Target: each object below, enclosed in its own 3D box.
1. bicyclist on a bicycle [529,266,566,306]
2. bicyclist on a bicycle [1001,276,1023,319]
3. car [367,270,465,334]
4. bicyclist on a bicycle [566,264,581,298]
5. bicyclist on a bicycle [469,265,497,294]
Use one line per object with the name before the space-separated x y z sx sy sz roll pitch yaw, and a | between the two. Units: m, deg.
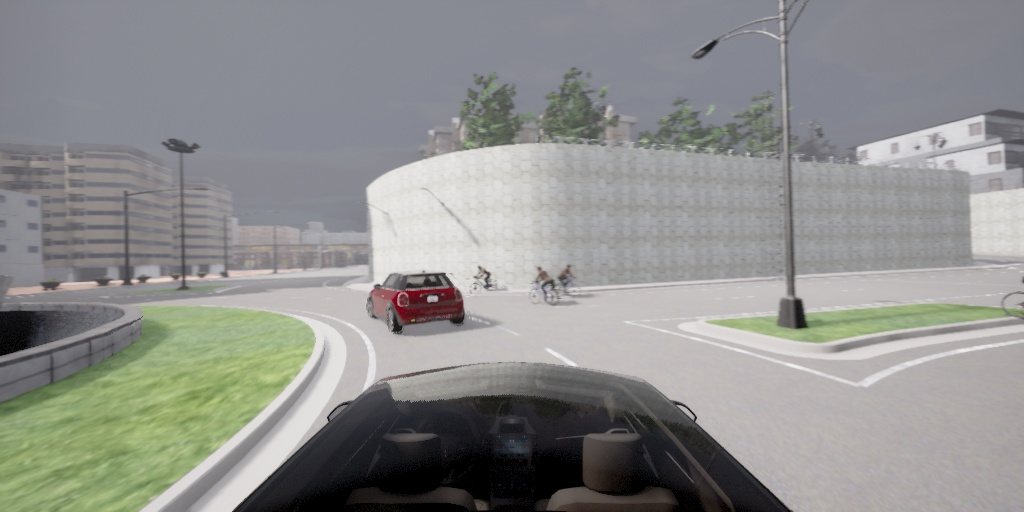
bicyclist on a bicycle | 1.284 1.251 14.941 0.582 1.620 1.656 -1 0 -44
bicyclist on a bicycle | 12.889 0.835 8.474 0.582 1.620 1.656 -1 7 -12
car | -3.292 1.251 11.718 2.097 1.767 4.553 -2 0 -31
bicyclist on a bicycle | 2.663 1.230 17.373 0.582 1.620 1.656 -1 -1 -40
bicyclist on a bicycle | -1.634 1.299 20.134 1.656 1.620 0.582 -8 16 -23
